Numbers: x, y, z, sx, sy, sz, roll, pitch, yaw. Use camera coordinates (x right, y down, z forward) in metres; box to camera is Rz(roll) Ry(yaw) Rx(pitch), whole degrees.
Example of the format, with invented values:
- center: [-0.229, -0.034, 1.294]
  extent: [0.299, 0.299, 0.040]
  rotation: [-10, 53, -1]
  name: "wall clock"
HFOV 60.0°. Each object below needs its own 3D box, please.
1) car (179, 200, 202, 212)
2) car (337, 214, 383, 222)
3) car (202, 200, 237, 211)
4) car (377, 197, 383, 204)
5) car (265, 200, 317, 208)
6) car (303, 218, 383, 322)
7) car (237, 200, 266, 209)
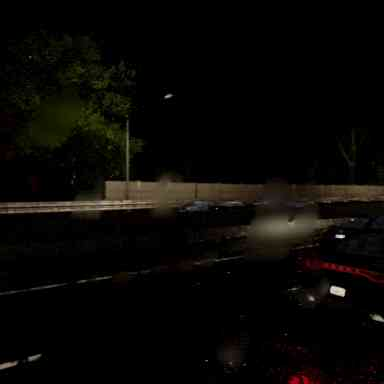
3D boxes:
- center: [1.231, 1.547, 34.589]
  extent: [5.357, 1.411, 2.033]
  rotation: [0, 0, -38]
  name: "car"
- center: [6.891, 1.563, 12.964]
  extent: [4.181, 1.385, 1.994]
  rotation: [0, 0, -35]
  name: "car"
- center: [3.617, 1.601, 32.370]
  extent: [4.718, 1.301, 1.895]
  rotation: [0, 0, -35]
  name: "car"
- center: [34.380, 1.564, 58.497]
  extent: [4.674, 1.442, 1.812]
  rotation: [0, 0, -35]
  name: "car"
- center: [8.860, 1.549, 27.512]
  extent: [5.357, 1.411, 2.033]
  rotation: [0, 0, -35]
  name: "car"
- center: [4.412, 1.476, 6.901]
  extent: [5.008, 1.535, 1.882]
  rotation: [0, 0, -35]
  name: "car"
- center: [6.875, 1.493, 30.392]
  extent: [4.902, 1.511, 2.128]
  rotation: [0, 0, -35]
  name: "car"
